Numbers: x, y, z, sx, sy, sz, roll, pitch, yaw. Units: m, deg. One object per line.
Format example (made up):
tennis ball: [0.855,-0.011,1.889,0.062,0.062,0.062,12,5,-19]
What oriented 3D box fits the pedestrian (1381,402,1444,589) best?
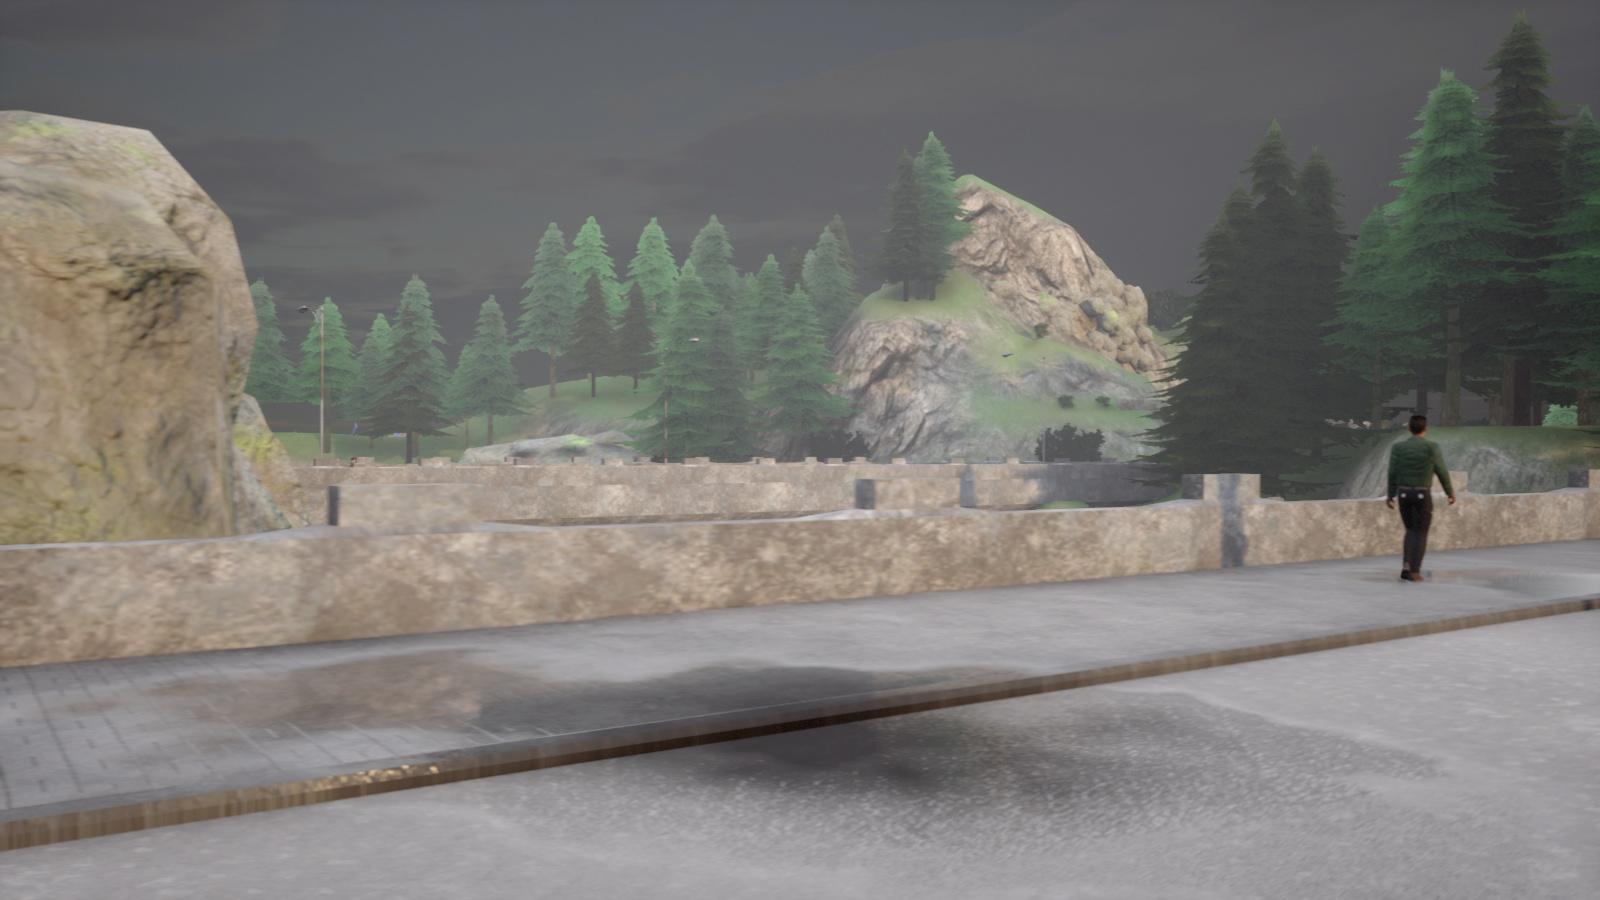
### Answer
pedestrian: [6.604,0.474,13.536,0.423,1.949,0.788,0,0,40]
